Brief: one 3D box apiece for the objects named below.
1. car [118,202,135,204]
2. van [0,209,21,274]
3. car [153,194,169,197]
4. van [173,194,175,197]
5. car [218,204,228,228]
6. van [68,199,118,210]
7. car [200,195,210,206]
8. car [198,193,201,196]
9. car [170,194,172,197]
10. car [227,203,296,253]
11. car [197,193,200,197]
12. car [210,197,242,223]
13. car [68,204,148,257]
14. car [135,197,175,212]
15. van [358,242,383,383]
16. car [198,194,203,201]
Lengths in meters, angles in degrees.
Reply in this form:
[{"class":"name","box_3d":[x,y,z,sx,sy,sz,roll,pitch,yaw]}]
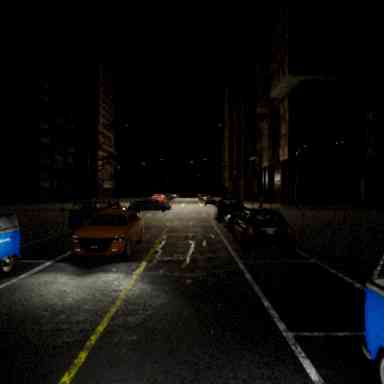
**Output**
[{"class":"car","box_3d":[-5.769,1.505,24.792,1.752,1.417,4.829,0,0,0]},{"class":"van","box_3d":[-5.766,1.334,7.930,1.690,1.788,3.998,0,0,0]},{"class":"car","box_3d":[-5.776,1.275,57.577,2.192,1.841,5.009,0,0,0]},{"class":"van","box_3d":[-5.780,1.293,80.140,1.690,1.788,3.998,0,0,0]},{"class":"car","box_3d":[2.757,1.566,19.297,1.802,1.307,4.206,0,0,0]},{"class":"van","box_3d":[-5.768,1.325,19.285,1.690,1.788,3.998,0,0,0]},{"class":"car","box_3d":[2.751,1.514,51.947,2.008,1.369,4.403,0,0,0]},{"class":"car","box_3d":[2.748,1.500,68.869,1.887,1.381,4.507,0,0,0]},{"class":"car","box_3d":[-5.777,1.522,68.859,1.947,1.339,4.313,0,0,0]},{"class":"car","box_3d":[2.758,1.428,13.619,1.967,1.590,4.097,0,0,0]},{"class":"car","box_3d":[2.745,1.392,80.150,1.967,1.590,4.097,0,0,0]},{"class":"car","box_3d":[2.756,1.295,24.974,2.192,1.841,5.009,0,0,0]},{"class":"car","box_3d":[-3.097,1.466,13.055,1.882,1.535,5.008,0,0,0]},{"class":"car","box_3d":[-4.610,1.544,36.959,4.674,1.442,1.812,0,0,0]},{"class":"van","box_3d":[2.760,1.339,2.264,1.690,1.788,3.998,0,0,0]},{"class":"car","box_3d":[2.749,1.509,63.229,2.008,1.369,4.403,0,0,0]}]
